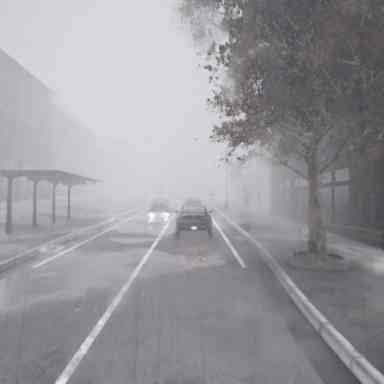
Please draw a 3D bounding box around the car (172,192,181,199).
[{"bbox_3d":[-3.543,0.804,76.139,2.128,1.511,4.902,0,0,0],"label":"car"}]

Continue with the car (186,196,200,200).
[{"bbox_3d":[0.080,1.248,36.287,1.837,1.490,4.892,0,1,0],"label":"car"}]

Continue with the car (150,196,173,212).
[{"bbox_3d":[-3.402,1.351,35.551,1.895,1.301,4.718,0,1,0],"label":"car"}]

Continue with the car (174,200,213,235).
[{"bbox_3d":[0.098,1.430,18.222,1.837,1.490,4.892,0,1,0],"label":"car"}]
